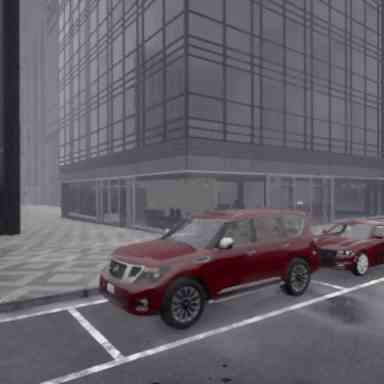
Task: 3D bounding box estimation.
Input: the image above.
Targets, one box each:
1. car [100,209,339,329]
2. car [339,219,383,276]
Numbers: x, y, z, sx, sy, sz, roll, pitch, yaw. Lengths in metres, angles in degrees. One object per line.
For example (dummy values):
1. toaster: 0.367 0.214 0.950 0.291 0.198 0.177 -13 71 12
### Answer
1. car: 0.668 1.325 7.131 5.009 1.841 2.192 0 0 -35
2. car: 5.264 1.565 10.406 4.507 1.381 1.887 0 0 -35
